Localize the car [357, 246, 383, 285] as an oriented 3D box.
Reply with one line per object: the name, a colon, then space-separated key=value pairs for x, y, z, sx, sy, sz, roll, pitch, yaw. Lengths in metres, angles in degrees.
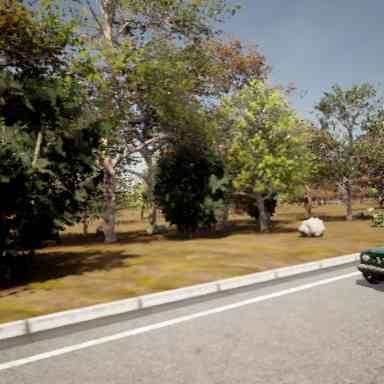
car: x=6.217 y=1.626 z=8.425 sx=4.718 sy=1.301 sz=1.895 roll=0 pitch=0 yaw=-35
